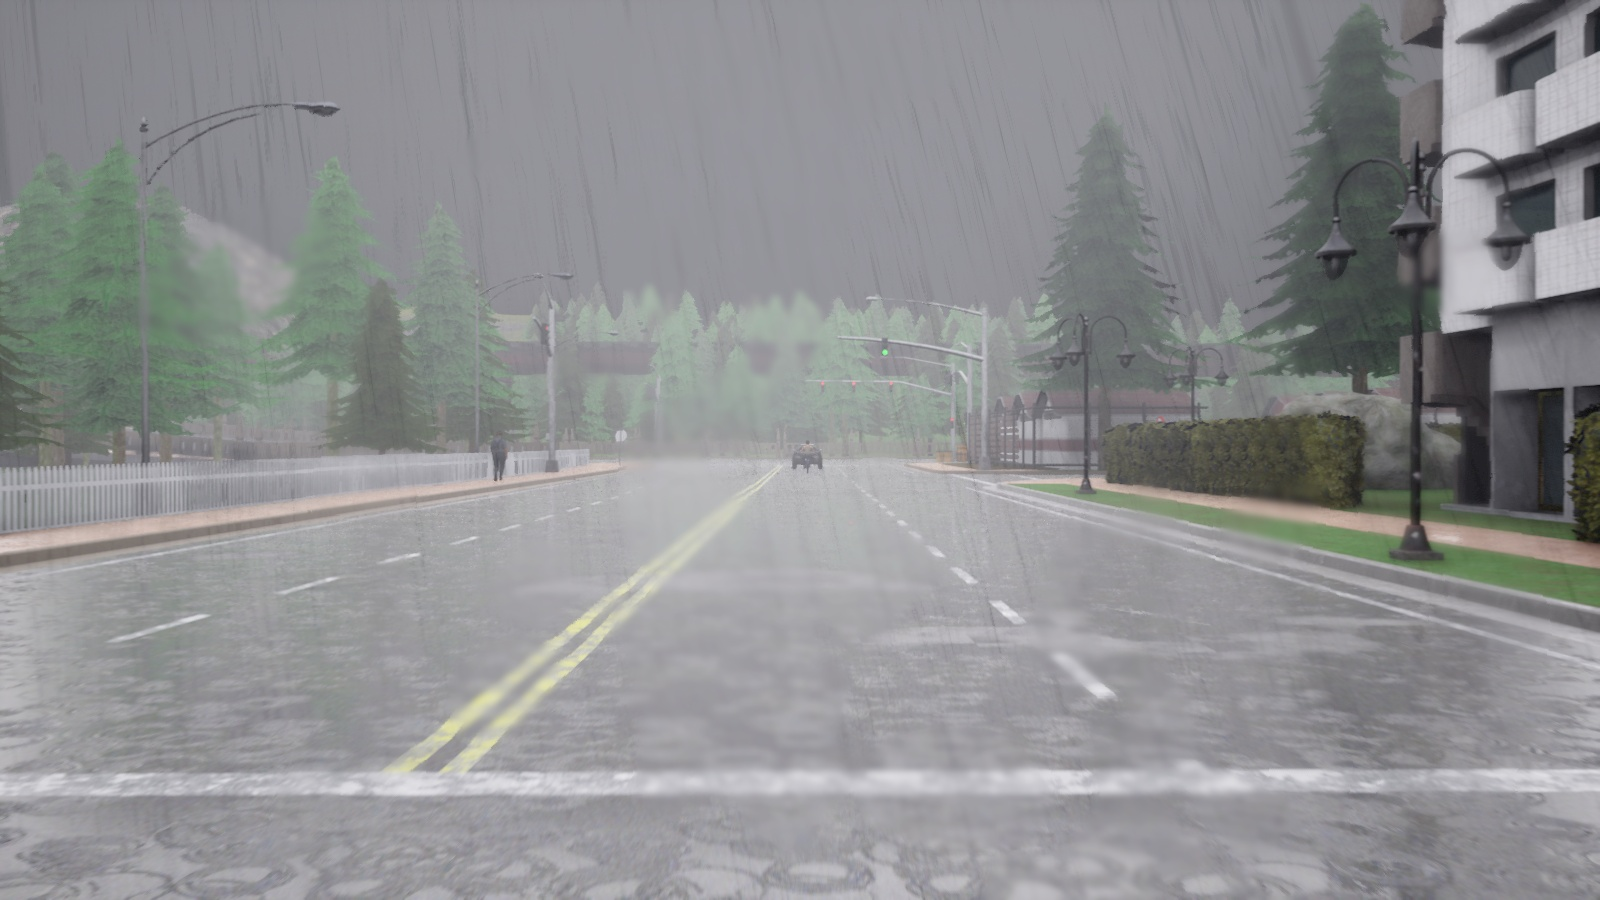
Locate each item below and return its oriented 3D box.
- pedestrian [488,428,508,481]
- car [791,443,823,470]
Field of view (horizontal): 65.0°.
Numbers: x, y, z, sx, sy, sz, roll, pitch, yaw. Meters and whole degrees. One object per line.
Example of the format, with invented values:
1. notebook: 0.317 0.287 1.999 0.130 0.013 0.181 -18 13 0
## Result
1. pedestrian: -10.579 0.148 44.053 0.540 1.848 0.694 0 0 -1
2. car: 0.428 0.350 72.766 1.816 1.474 4.193 0 0 0
